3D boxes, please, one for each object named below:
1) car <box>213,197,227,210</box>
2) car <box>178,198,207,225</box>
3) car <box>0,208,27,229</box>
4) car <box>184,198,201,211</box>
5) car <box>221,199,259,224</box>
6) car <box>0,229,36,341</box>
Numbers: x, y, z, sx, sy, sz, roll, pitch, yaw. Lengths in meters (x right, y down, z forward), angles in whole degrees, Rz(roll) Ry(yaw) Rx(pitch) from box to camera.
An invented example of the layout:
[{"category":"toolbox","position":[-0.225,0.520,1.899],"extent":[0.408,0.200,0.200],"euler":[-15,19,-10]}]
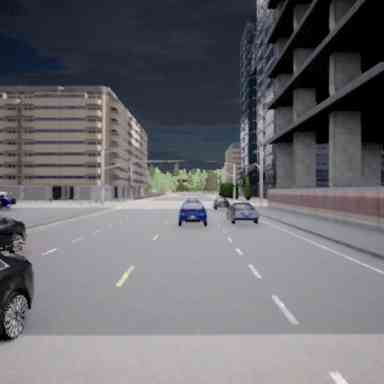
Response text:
[{"category":"car","position":[3.606,1.382,40.850],"extent":[1.812,1.442,4.674],"euler":[0,0,1]},{"category":"car","position":[0.058,1.396,23.149],"extent":[1.882,1.535,5.008],"euler":[0,0,0]},{"category":"car","position":[-7.003,1.455,10.312],"extent":[2.128,1.511,4.902],"euler":[0,0,0]},{"category":"car","position":[0.068,1.424,39.695],"extent":[1.994,1.385,4.181],"euler":[0,0,0]},{"category":"car","position":[3.562,1.463,24.095],"extent":[2.033,1.411,5.357],"euler":[0,0,0]},{"category":"car","position":[-3.560,1.480,3.656],"extent":[2.128,1.511,4.902],"euler":[0,0,0]}]
